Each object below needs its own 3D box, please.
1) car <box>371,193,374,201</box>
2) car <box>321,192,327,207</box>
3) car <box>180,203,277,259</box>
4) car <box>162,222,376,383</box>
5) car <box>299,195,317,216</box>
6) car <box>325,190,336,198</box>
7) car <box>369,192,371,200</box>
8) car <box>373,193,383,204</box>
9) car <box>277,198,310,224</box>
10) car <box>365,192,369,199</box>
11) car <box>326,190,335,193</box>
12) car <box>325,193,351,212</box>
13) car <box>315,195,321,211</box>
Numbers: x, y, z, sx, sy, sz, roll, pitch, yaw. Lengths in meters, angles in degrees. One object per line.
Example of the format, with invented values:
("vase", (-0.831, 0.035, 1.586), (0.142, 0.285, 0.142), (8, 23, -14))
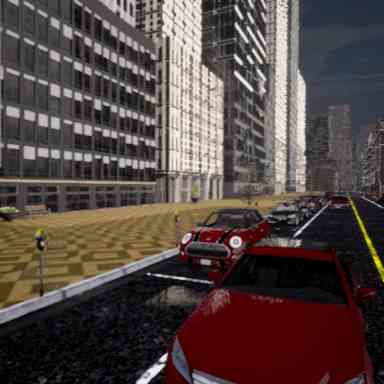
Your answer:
("car", (29.696, 0.938, 52.234), (1.752, 1.417, 4.829), (1, 1, 25))
("car", (15.075, 1.047, 40.548), (1.947, 1.339, 4.313), (1, 1, 25))
("car", (1.194, 1.280, 10.459), (1.967, 1.590, 4.097), (1, 1, 25))
("car", (1.351, 1.458, 4.585), (1.812, 1.442, 4.674), (1, 1, 25))
("car", (8.134, 1.210, 25.504), (2.008, 1.369, 4.403), (1, 1, 25))
("car", (33.583, 0.354, 80.662), (2.192, 1.841, 5.009), (1, 1, 25))
("car", (32.009, 0.883, 57.250), (1.752, 1.417, 4.829), (1, 1, 25))
("car", (27.312, 1.036, 47.067), (1.947, 1.339, 4.313), (1, 1, 25))
("car", (5.820, 1.270, 20.488), (2.008, 1.369, 4.403), (1, 1, 25))
("car", (36.565, 0.795, 67.126), (1.887, 1.381, 4.507), (1, 1, 25))
("car", (28.956, 0.712, 70.636), (1.947, 1.339, 4.313), (1, 1, 25))
("car", (14.632, 1.114, 33.155), (1.812, 1.442, 4.674), (1, 1, 25))
("car", (10.448, 1.040, 30.517), (1.967, 1.590, 4.097), (1, 1, 25))
